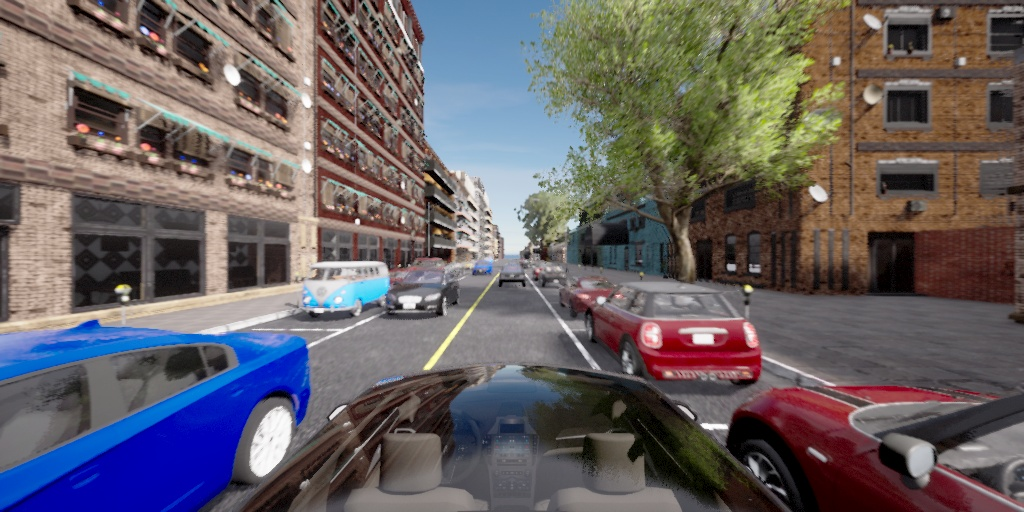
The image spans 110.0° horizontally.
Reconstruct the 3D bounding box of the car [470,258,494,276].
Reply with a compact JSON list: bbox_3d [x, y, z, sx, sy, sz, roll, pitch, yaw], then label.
[{"bbox_3d":[-3.026,1.230,37.583,1.882,1.535,5.008,0,0,0],"label":"car"}]

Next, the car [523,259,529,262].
[{"bbox_3d":[2.687,1.320,58.253,2.007,1.370,4.403,0,0,0],"label":"car"}]

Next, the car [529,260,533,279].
[{"bbox_3d":[2.689,1.188,29.770,1.967,1.591,4.097,0,0,0],"label":"car"}]

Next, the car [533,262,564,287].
[{"bbox_3d":[2.690,1.296,24.073,2.007,1.370,4.403,0,0,0],"label":"car"}]

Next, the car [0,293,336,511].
[{"bbox_3d":[-3.083,1.228,1.785,1.882,1.535,5.008,0,0,0],"label":"car"}]

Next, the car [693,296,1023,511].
[{"bbox_3d":[2.692,1.190,1.287,1.967,1.591,4.097,0,0,0],"label":"car"}]

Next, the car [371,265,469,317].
[{"bbox_3d":[-3.074,1.238,13.227,2.128,1.511,4.902,0,0,0],"label":"car"}]

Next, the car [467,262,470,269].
[{"bbox_3d":[-5.692,1.301,35.467,2.007,1.370,4.403,0,0,0],"label":"car"}]

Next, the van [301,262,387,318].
[{"bbox_3d":[-5.690,1.086,12.681,1.690,1.789,3.998,0,0,0],"label":"van"}]

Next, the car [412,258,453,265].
[{"bbox_3d":[-5.691,1.060,24.074,2.192,1.841,5.009,0,0,0],"label":"car"}]

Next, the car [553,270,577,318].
[{"bbox_3d":[2.691,1.328,12.680,1.802,1.307,4.207,0,0,0],"label":"car"}]

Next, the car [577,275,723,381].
[{"bbox_3d":[2.691,1.187,6.983,1.967,1.591,4.097,0,0,0],"label":"car"}]

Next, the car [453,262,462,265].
[{"bbox_3d":[-5.692,1.313,29.771,1.948,1.339,4.313,0,0,0],"label":"car"}]

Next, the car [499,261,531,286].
[{"bbox_3d":[0.031,1.294,25.015,2.033,1.411,5.357,0,0,1],"label":"car"}]

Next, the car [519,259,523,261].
[{"bbox_3d":[0.087,1.323,46.101,1.994,1.385,4.181,0,0,0],"label":"car"}]
